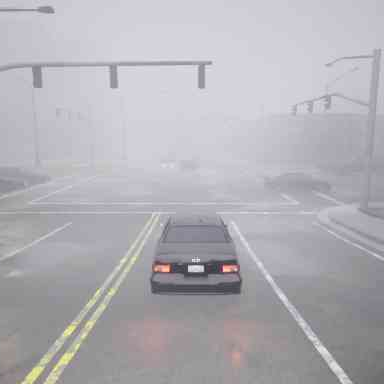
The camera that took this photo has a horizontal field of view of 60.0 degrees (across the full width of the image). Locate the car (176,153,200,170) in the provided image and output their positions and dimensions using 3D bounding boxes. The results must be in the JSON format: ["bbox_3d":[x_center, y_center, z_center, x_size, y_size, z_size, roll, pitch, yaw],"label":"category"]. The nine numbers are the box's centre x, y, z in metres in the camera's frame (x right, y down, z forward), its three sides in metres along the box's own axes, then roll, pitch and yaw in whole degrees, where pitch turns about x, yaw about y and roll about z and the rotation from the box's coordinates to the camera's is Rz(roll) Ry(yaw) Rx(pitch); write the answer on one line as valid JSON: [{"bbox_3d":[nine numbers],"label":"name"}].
[{"bbox_3d":[-0.244,-3.521,40.160,1.882,1.535,5.008,2,9,9],"label":"car"}]

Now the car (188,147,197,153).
[{"bbox_3d":[0.112,-9.870,79.371,1.837,1.490,4.892,0,9,0],"label":"car"}]

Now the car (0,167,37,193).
[{"bbox_3d":[-14.102,-0.783,23.420,4.902,1.511,2.128,0,9,0],"label":"car"}]

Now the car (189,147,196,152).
[{"bbox_3d":[0.129,-11.737,91.453,1.895,1.301,4.718,0,9,0],"label":"car"}]

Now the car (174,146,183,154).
[{"bbox_3d":[-3.400,-8.498,71.181,2.033,1.411,5.357,0,9,0],"label":"car"}]

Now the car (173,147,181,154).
[{"bbox_3d":[-3.481,-6.877,60.986,1.837,1.490,4.892,0,9,0],"label":"car"}]

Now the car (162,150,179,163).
[{"bbox_3d":[-3.523,-5.294,51.508,2.033,1.411,5.357,0,9,0],"label":"car"}]

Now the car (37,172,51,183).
[{"bbox_3d":[-14.407,-1.292,26.897,5.357,1.411,2.033,0,9,0],"label":"car"}]

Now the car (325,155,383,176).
[{"bbox_3d":[17.071,-2.752,33.805,5.566,2.045,2.150,0,9,1],"label":"car"}]

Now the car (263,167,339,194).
[{"bbox_3d":[7.344,-0.743,23.353,4.674,1.442,1.812,0,9,0],"label":"car"}]

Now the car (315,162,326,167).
[{"bbox_3d":[16.328,-3.048,37.311,4.902,1.511,2.128,0,9,0],"label":"car"}]

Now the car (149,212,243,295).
[{"bbox_3d":[0.086,1.219,8.383,2.033,1.411,5.357,0,4,0],"label":"car"}]
